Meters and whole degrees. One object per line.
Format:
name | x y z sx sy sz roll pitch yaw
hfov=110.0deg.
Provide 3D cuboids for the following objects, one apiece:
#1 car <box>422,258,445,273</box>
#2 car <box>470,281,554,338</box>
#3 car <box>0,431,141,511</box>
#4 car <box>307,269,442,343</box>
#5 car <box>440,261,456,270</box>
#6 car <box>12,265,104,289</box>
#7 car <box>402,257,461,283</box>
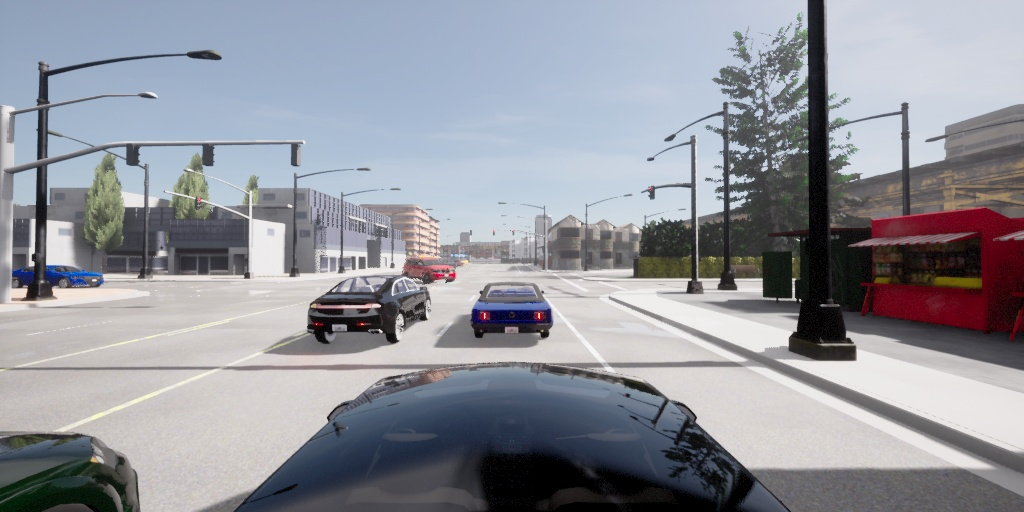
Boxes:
car | -11.093 1.369 51.166 2.150 2.045 5.566 0 -1 0
car | -0.010 1.365 10.185 1.895 1.301 4.718 0 0 0
car | -3.373 1.314 0.538 1.994 1.385 4.181 0 0 -1
car | -3.511 1.257 9.707 2.128 1.511 4.902 0 0 0
car | -11.181 1.623 63.109 1.882 1.535 5.008 0 0 0
car | -29.746 1.316 23.405 5.008 1.535 1.882 0 -1 0
car | -6.789 1.136 28.775 2.150 2.045 5.566 -1 0 -44
